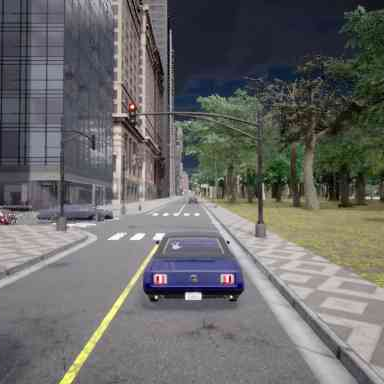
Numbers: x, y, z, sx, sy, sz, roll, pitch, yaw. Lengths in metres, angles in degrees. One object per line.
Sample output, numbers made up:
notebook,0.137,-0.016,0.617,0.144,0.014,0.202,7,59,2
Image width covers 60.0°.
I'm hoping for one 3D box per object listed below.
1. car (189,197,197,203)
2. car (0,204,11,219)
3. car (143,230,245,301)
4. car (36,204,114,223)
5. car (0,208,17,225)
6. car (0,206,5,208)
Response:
car,0.198,1.774,76.328,2.033,1.411,5.357,0,0,0
car,-18.935,1.726,29.808,4.313,1.339,1.947,0,-1,0
car,0.023,1.607,8.262,1.895,1.301,4.718,0,0,0
car,-8.618,1.571,24.865,5.357,1.411,2.033,0,-1,-13
car,-3.066,1.223,0.992,2.150,2.045,5.566,0,0,1
car,-13.491,1.371,21.284,4.097,1.590,1.967,0,-2,-1
